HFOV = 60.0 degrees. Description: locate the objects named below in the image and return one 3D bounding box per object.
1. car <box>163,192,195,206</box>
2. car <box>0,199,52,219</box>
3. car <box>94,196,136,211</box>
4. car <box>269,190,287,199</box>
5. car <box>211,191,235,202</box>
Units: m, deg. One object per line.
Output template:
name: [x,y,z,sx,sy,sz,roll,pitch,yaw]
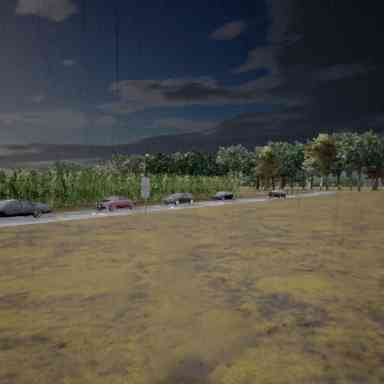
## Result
car: [-1.577,0.840,40.784,1.837,1.490,4.892,0,1,35]
car: [-13.085,1.256,24.402,2.033,1.411,5.357,0,1,34]
car: [-7.452,1.088,32.480,1.994,1.385,4.181,0,1,34]
car: [15.479,0.344,59.880,1.882,1.535,5.008,0,1,35]
car: [4.662,0.614,49.568,1.882,1.535,5.008,0,1,36]
